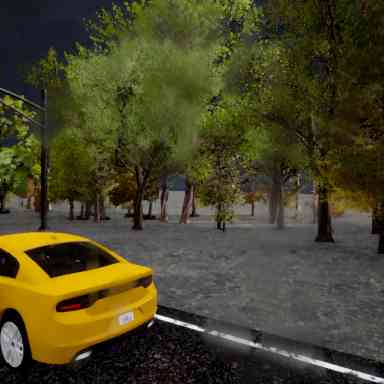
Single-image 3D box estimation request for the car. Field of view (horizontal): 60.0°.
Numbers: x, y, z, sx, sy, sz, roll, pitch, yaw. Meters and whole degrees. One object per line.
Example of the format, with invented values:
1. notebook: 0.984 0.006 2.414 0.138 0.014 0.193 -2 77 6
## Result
1. car: -2.864 1.444 5.726 5.008 1.535 1.882 1 0 35
